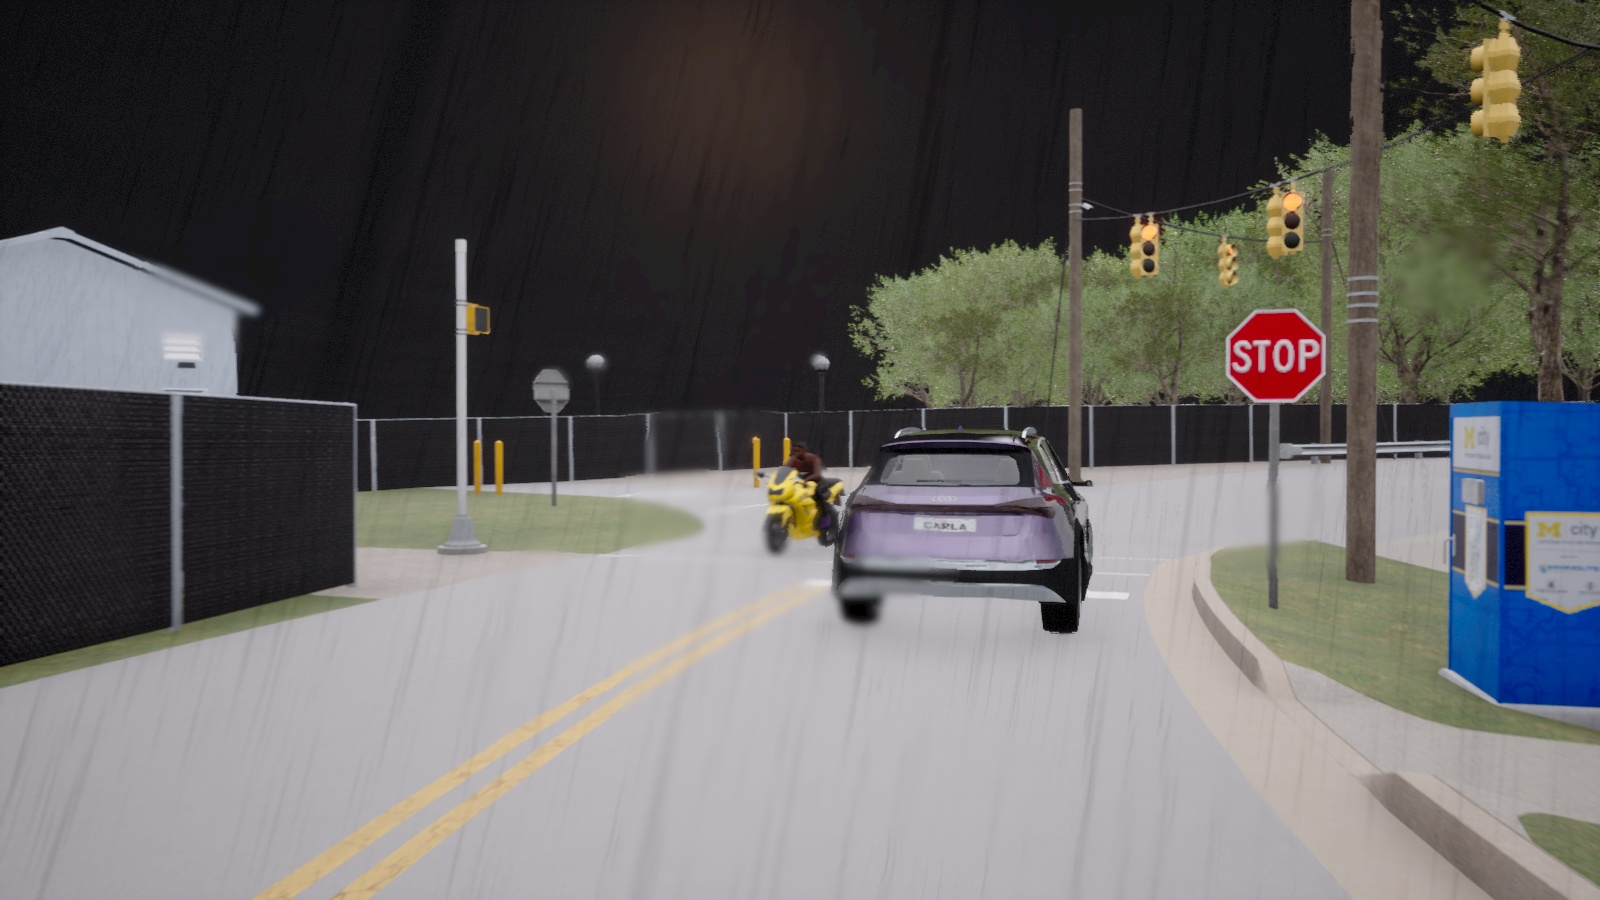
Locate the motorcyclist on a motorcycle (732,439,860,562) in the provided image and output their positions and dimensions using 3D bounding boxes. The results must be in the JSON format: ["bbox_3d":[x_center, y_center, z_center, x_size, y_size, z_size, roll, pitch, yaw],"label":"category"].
[{"bbox_3d":[-0.023,0.615,16.702,0.797,1.523,2.044,1,1,29],"label":"motorcyclist on a motorcycle"}]

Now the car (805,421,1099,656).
[{"bbox_3d":[1.625,0.608,11.408,2.033,1.649,4.856,0,0,14],"label":"car"}]
